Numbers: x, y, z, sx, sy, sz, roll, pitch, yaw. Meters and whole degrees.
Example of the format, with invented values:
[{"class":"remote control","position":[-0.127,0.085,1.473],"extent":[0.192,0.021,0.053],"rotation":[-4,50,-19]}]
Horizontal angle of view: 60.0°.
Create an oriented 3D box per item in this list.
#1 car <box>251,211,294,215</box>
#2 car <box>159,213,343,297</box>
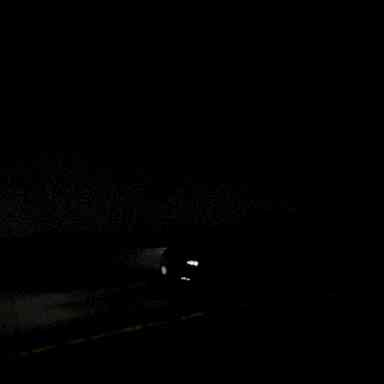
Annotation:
[{"class":"car","position":[2.959,1.514,12.891],"extent":[4.892,1.490,1.837],"rotation":[0,-1,-21]},{"class":"car","position":[1.602,1.496,8.485],"extent":[4.902,1.511,2.128],"rotation":[0,0,-25]}]
